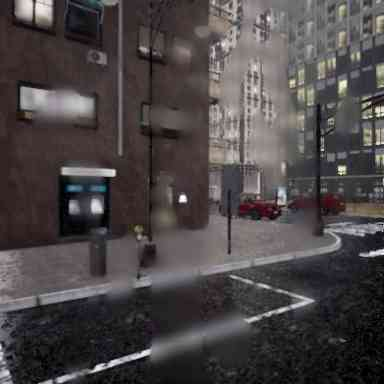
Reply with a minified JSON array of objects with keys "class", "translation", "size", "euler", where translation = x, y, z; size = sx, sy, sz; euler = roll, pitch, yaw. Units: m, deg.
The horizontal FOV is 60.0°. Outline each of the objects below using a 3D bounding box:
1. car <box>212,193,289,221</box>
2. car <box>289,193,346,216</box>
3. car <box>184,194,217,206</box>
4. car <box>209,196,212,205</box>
[{"class":"car","translation":[4.070,0.997,24.037],"size":[2.192,1.841,5.009],"euler":[1,0,-36]},{"class":"car","translation":[10.813,1.011,29.011],"size":[2.192,1.841,5.009],"euler":[1,0,-36]},{"class":"car","translation":[1.028,0.950,42.477],"size":[1.947,1.339,4.313],"euler":[1,0,-36]},{"class":"car","translation":[4.288,1.054,37.988],"size":[1.947,1.339,4.313],"euler":[1,0,-36]}]
